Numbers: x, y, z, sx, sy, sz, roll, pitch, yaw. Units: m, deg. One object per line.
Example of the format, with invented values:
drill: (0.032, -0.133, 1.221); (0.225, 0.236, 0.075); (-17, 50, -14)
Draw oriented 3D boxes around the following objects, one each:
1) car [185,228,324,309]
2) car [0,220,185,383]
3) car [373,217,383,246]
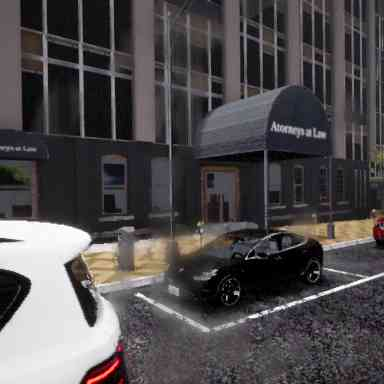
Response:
car: (1.380, 1.564, 7.856); (4.313, 1.339, 1.947); (0, -1, -37)
car: (-2.961, 1.224, 1.259); (5.566, 2.045, 2.150); (0, 0, -35)
car: (9.650, 1.309, 14.066); (5.009, 1.841, 2.192); (0, -1, -37)
